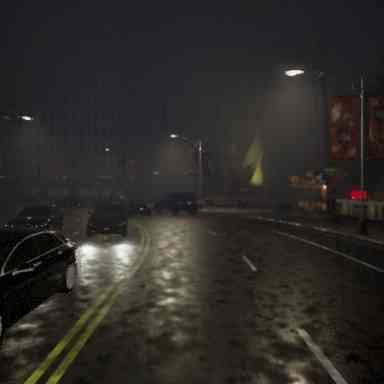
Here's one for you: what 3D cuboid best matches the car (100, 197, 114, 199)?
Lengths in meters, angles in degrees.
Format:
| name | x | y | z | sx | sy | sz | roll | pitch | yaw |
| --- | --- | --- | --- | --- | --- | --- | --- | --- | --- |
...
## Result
| name | x | y | z | sx | sy | sz | roll | pitch | yaw |
| --- | --- | --- | --- | --- | --- | --- | --- | --- | --- |
| car | -10.754 | 1.300 | 42.278 | 5.357 | 1.411 | 2.033 | 0 | 0 | 43 |

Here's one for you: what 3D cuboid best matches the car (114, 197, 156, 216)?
| name | x | y | z | sx | sy | sz | roll | pitch | yaw |
| --- | --- | --- | --- | --- | --- | --- | --- | --- | --- |
| car | -5.222 | 1.390 | 29.681 | 1.994 | 1.385 | 4.181 | 0 | 0 | -30 |

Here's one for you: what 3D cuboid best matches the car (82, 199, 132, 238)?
| name | x | y | z | sx | sy | sz | roll | pitch | yaw |
| --- | --- | --- | --- | --- | --- | --- | --- | --- | --- |
| car | -4.284 | 1.375 | 17.430 | 1.882 | 1.535 | 5.008 | 0 | 0 | -10 |

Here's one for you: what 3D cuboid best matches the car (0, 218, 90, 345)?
| name | x | y | z | sx | sy | sz | roll | pitch | yaw |
| --- | --- | --- | --- | --- | --- | --- | --- | --- | --- |
| car | -3.569 | 1.472 | 5.917 | 1.837 | 1.490 | 4.892 | 0 | 0 | 0 |

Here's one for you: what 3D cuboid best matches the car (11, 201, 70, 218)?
| name | x | y | z | sx | sy | sz | roll | pitch | yaw |
| --- | --- | --- | --- | --- | --- | --- | --- | --- | --- |
| car | -7.711 | 1.408 | 16.796 | 1.837 | 1.490 | 4.892 | 0 | 0 | -10 |

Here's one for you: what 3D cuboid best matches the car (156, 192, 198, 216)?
| name | x | y | z | sx | sy | sz | roll | pitch | yaw |
| --- | --- | --- | --- | --- | --- | --- | --- | --- | --- |
| car | -1.509 | 1.040 | 30.245 | 2.150 | 2.045 | 5.566 | 0 | 0 | -29 |

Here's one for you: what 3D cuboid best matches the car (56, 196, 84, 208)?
| name | x | y | z | sx | sy | sz | roll | pitch | yaw |
| --- | --- | --- | --- | --- | --- | --- | --- | --- | --- |
| car | -15.406 | 1.264 | 41.656 | 4.892 | 1.490 | 1.837 | 1 | 0 | 40 |
